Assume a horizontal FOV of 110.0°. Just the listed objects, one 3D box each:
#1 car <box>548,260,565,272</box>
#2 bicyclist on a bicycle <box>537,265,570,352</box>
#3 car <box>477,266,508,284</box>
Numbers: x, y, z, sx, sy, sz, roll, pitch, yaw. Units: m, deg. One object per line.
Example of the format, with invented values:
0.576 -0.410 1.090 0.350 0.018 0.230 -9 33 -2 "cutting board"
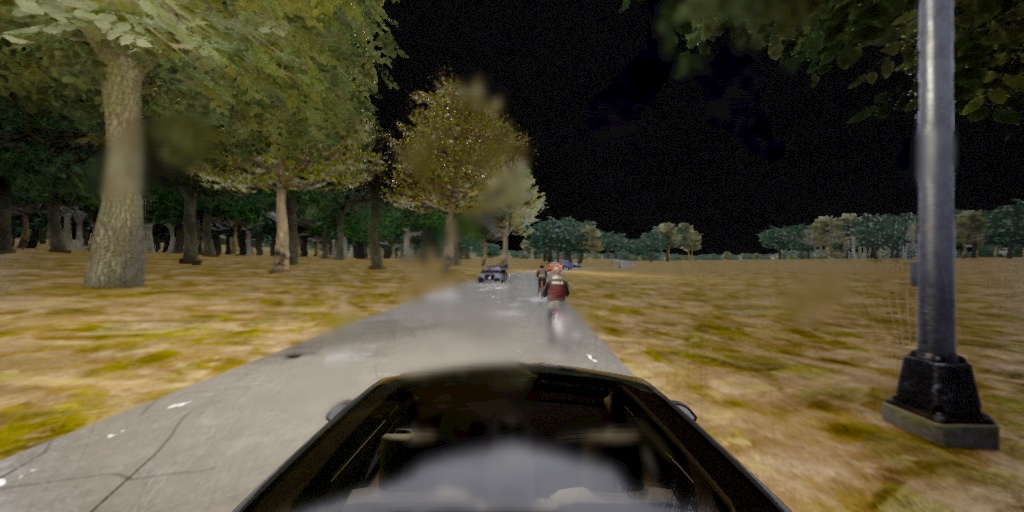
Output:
7.127 1.654 58.980 2.097 1.767 4.553 0 -1 13 "car"
0.988 1.130 8.092 0.659 1.776 1.843 0 0 2 "bicyclist on a bicycle"
-1.453 1.460 28.682 1.994 1.385 4.181 0 -1 7 "car"
